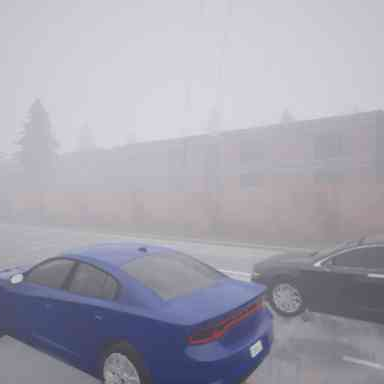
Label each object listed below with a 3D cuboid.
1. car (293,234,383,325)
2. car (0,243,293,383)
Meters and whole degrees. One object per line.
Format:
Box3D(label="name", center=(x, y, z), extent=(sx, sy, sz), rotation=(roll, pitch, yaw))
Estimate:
Box3D(label="car", center=(3.414, 1.515, 5.854), extent=(4.892, 1.490, 1.837), rotation=(-1, 0, 36))
Box3D(label="car", center=(-1.330, 1.514, 4.963), extent=(5.008, 1.535, 1.882), rotation=(-1, 0, 36))
